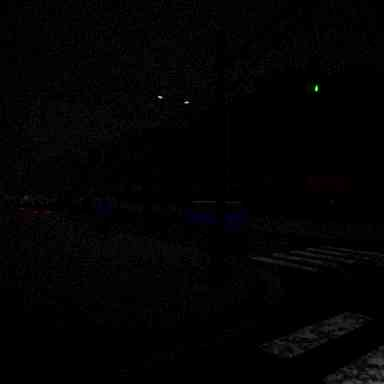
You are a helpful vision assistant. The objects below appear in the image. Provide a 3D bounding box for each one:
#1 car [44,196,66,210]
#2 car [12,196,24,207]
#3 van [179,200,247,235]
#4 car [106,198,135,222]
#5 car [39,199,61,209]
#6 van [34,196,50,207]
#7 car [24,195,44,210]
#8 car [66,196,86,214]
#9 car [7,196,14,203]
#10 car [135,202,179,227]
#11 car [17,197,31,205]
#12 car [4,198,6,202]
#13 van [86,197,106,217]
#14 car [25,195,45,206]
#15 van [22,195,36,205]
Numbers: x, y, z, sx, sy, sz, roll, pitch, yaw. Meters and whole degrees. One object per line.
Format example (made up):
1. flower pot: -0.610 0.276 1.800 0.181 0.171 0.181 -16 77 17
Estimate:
1. car: -18.024 1.449 45.213 2.192 1.841 5.009 0 0 -36
2. car: -27.108 1.772 53.431 1.895 1.301 4.718 0 0 -36
3. van: 1.242 1.374 18.603 1.690 1.788 3.998 0 0 -36
4. car: -5.180 1.504 27.473 1.967 1.590 4.097 0 0 -36
5. car: -21.234 1.702 49.648 2.008 1.369 4.403 0 0 -36
6. van: -24.446 1.511 54.083 1.690 1.788 3.998 0 0 -36
7. car: -20.567 1.488 44.400 2.097 1.767 4.553 0 0 -36
8. car: -11.602 1.413 36.340 2.192 1.841 5.009 0 0 -36
9. car: -40.500 1.698 76.259 1.967 1.590 4.097 0 0 -36
10. car: -1.969 1.488 23.038 1.967 1.590 4.097 0 0 -36
11. car: -34.177 1.749 67.526 1.752 1.417 4.829 0 0 -36
12. car: -43.810 1.802 80.832 1.752 1.417 4.829 0 0 -36
13. van: -8.391 1.422 31.908 1.690 1.788 3.998 0 0 -36
14. car: -27.657 1.502 58.518 2.192 1.841 5.009 0 0 -36
15. van: -30.867 1.546 62.953 1.690 1.788 3.998 0 0 -36
